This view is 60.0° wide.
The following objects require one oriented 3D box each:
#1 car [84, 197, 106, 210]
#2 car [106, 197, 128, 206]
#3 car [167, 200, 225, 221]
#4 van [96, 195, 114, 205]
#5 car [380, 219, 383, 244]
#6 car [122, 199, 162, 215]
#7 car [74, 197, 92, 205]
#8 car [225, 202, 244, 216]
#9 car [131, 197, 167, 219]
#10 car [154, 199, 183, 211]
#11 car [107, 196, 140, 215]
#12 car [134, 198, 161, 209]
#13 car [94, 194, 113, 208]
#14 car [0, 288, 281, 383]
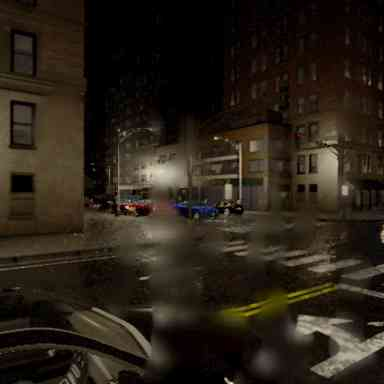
[{"bbox_3d":[-12.783,1.581,41.979,1.802,1.307,4.206,0,0,-35],"label":"car"},{"bbox_3d":[-12.581,1.597,55.611,2.008,1.369,4.403,0,0,-35],"label":"car"},{"bbox_3d":[0.212,1.494,27.963,1.882,1.535,5.008,0,0,-35],"label":"car"},{"bbox_3d":[-15.757,1.391,60.114,1.690,1.788,3.998,0,0,-35],"label":"van"},{"bbox_3d":[8.441,1.495,12.513,1.882,1.535,5.008,1,1,25],"label":"car"},{"bbox_3d":[-5.493,1.560,36.051,2.033,1.411,5.357,0,0,-35],"label":"car"},{"bbox_3d":[-20.353,1.603,62.055,1.994,1.385,4.181,0,0,-35],"label":"car"},{"bbox_3d":[3.307,1.611,33.098,1.947,1.339,4.313,0,0,-35],"label":"car"},{"bbox_3d":[-3.250,1.441,28.472,1.967,1.590,4.097,0,0,-35],"label":"car"},{"bbox_3d":[-3.049,1.624,42.104,1.802,1.307,4.206,0,0,-35],"label":"car"},{"bbox_3d":[-6.427,1.440,32.975,1.967,1.590,4.097,0,0,-35],"label":"car"},{"bbox_3d":[-6.226,1.608,46.606,1.947,1.339,4.313,0,0,-35],"label":"car"},{"bbox_3d":[-11.640,1.234,44.788,2.150,2.045,5.566,0,0,-35],"label":"car"},{"bbox_3d":[-1.368,1.526,2.468,4.674,1.442,1.812,0,0,-36],"label":"car"}]
